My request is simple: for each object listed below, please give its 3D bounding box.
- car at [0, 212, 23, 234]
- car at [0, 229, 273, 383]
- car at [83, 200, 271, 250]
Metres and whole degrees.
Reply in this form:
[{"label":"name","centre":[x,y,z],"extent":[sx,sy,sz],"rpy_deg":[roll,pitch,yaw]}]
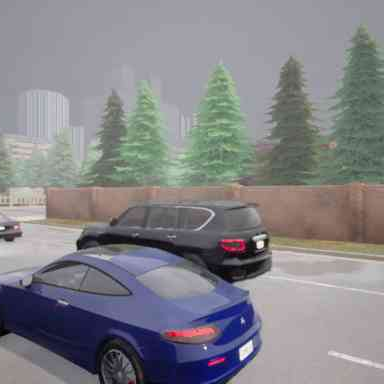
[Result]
[{"label":"car","centre":[-9.773,1.546,15.275],"extent":[5.357,1.411,2.033],"rpy_deg":[0,0,39]},{"label":"car","centre":[-1.284,1.525,4.920],"extent":[4.674,1.442,1.812],"rpy_deg":[0,0,36]},{"label":"car","centre":[-0.685,1.223,8.791],"extent":[5.566,2.045,2.150],"rpy_deg":[0,0,36]}]
